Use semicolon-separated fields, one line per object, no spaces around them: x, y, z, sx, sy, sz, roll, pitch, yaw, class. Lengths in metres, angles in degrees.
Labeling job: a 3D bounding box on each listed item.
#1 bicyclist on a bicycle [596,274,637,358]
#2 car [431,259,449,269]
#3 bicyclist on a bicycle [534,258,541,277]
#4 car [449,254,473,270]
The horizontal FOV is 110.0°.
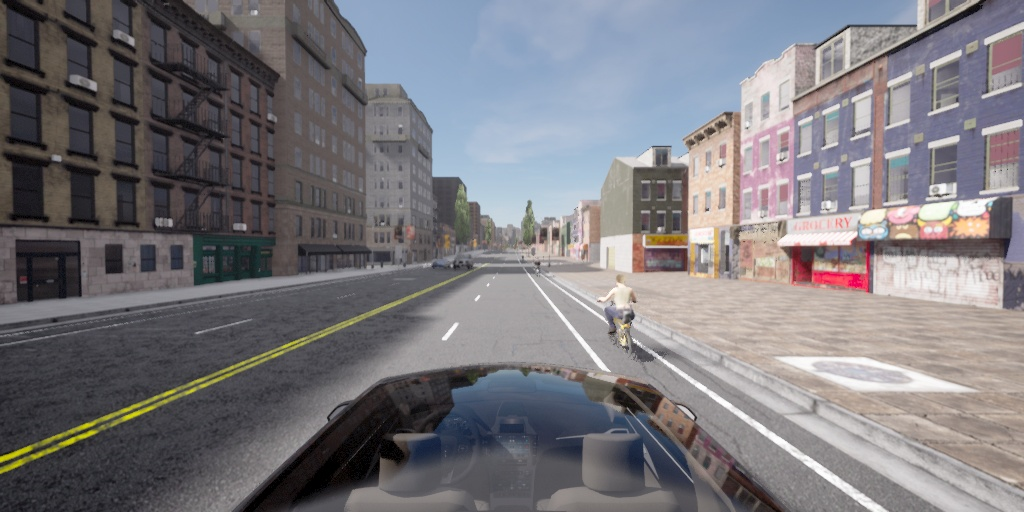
2.239;1.183;7.470;0.866;1.612;1.509;0;0;0;bicyclist on a bicycle
-9.716;1.083;49.560;2.033;1.411;5.357;0;0;0;car
2.283;1.028;32.541;0.659;1.776;1.843;0;1;0;bicyclist on a bicycle
-6.482;0.771;47.964;2.150;2.045;5.566;0;0;1;car
